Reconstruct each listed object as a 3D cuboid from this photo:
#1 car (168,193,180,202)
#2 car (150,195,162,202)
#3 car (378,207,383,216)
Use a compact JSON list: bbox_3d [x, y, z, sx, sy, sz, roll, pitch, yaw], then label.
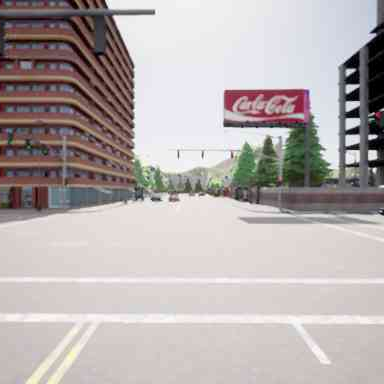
[{"bbox_3d":[-3.541,1.060,65.422,2.097,1.767,4.553,0,0,1],"label":"car"},{"bbox_3d":[-7.033,1.308,65.346,1.895,1.301,4.718,0,0,1],"label":"car"},{"bbox_3d":[17.417,1.477,26.191,4.718,1.301,1.895,0,0,0],"label":"car"}]
